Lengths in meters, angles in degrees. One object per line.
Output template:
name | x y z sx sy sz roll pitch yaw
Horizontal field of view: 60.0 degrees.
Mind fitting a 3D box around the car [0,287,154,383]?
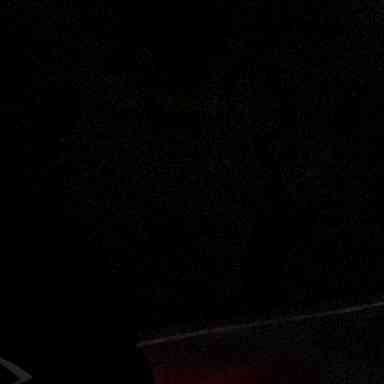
car | -2.595 1.479 1.806 4.892 1.490 1.837 -1 0 -34
